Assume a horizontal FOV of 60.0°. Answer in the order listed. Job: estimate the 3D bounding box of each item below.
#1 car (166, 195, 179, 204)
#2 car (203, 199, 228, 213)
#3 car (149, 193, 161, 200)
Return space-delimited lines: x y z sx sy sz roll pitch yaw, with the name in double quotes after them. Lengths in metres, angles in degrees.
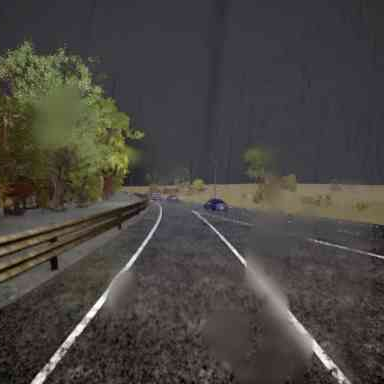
-3.902 1.339 65.670 2.097 1.767 4.553 0 0 -12 "car"
2.571 1.483 36.358 1.812 1.442 4.674 0 0 -12 "car"
-10.010 1.357 93.354 2.097 1.767 4.553 0 0 -12 "car"
